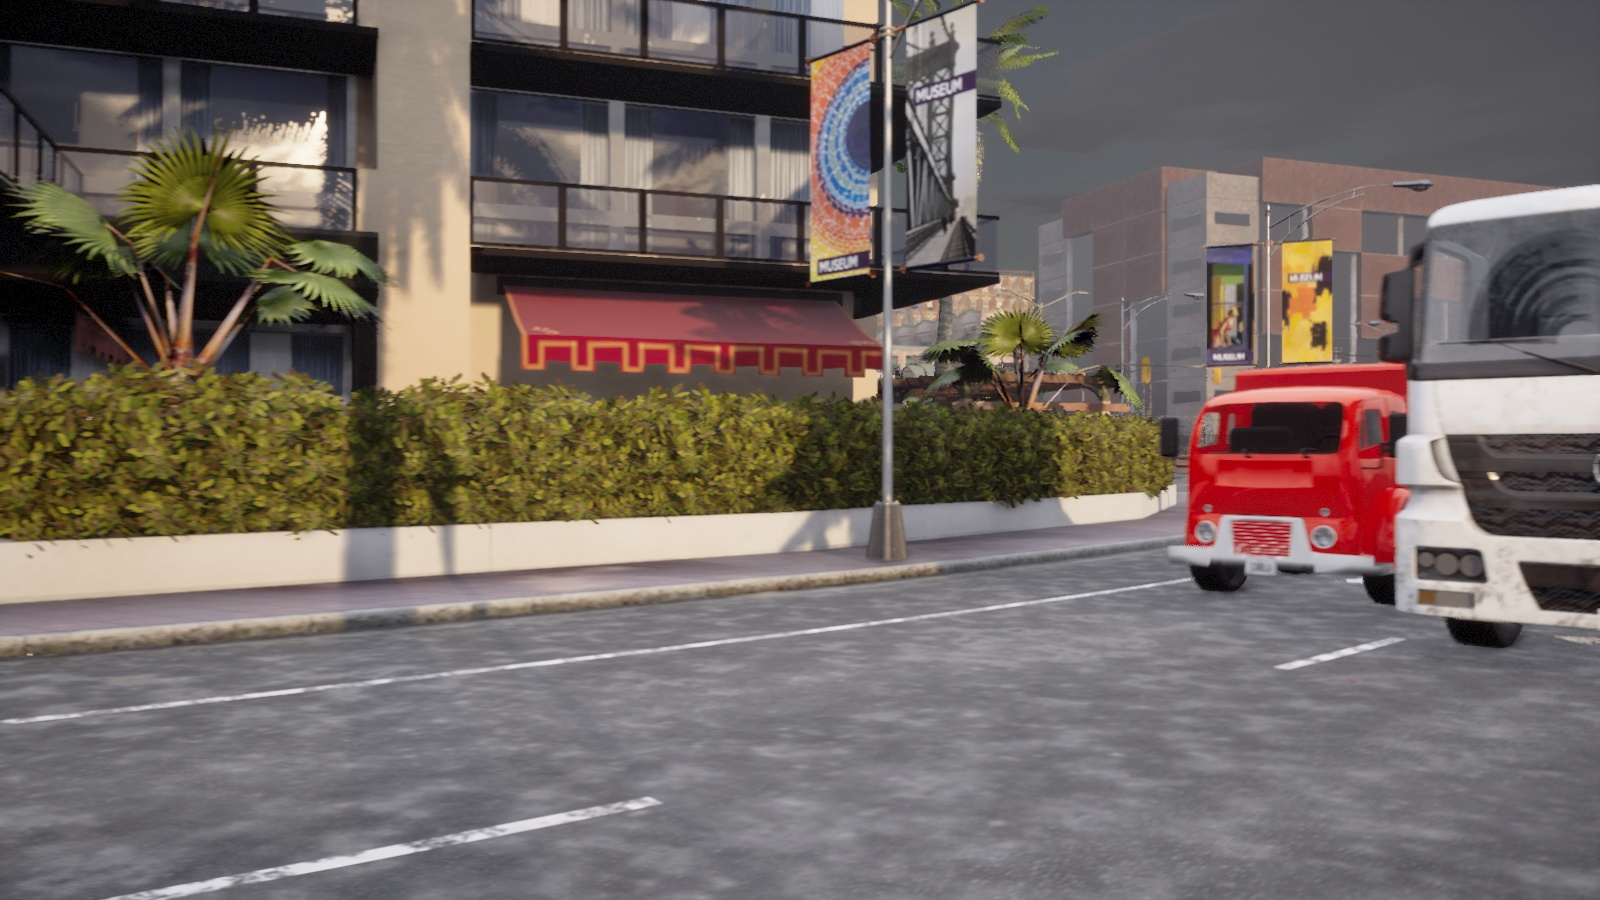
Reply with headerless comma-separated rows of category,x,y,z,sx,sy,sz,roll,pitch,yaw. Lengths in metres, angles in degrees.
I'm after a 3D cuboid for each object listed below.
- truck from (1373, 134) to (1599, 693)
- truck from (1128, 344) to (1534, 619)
truck,7.711,-0.224,10.624,2.891,3.462,7.936,0,0,42
truck,6.120,0.285,14.061,2.627,2.467,5.204,0,0,42
